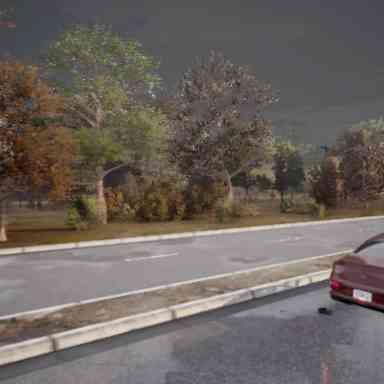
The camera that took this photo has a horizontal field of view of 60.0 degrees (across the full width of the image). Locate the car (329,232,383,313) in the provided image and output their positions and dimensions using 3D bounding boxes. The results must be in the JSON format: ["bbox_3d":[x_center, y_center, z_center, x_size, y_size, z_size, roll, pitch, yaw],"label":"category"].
[{"bbox_3d":[4.643,1.517,6.746,4.674,1.442,1.812,0,0,-35],"label":"car"}]
